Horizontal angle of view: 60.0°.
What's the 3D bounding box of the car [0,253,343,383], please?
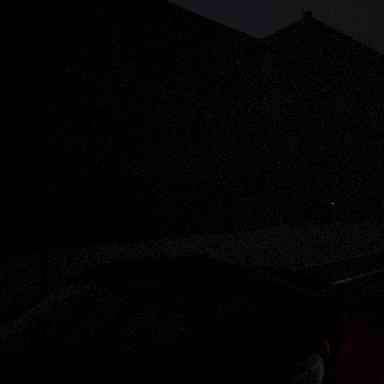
[{"bbox_3d":[-0.539,1.469,3.297,5.008,1.535,1.882,0,0,-35],"label":"car"}]
